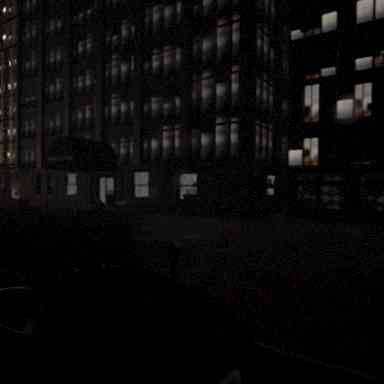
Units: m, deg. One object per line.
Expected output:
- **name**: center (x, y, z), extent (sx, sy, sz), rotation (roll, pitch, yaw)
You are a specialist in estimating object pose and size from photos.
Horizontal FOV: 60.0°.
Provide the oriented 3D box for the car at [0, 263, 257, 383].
- **car**: center (-1.389, 1.539, 3.851), extent (4.313, 1.339, 1.947), rotation (1, 1, 35)
